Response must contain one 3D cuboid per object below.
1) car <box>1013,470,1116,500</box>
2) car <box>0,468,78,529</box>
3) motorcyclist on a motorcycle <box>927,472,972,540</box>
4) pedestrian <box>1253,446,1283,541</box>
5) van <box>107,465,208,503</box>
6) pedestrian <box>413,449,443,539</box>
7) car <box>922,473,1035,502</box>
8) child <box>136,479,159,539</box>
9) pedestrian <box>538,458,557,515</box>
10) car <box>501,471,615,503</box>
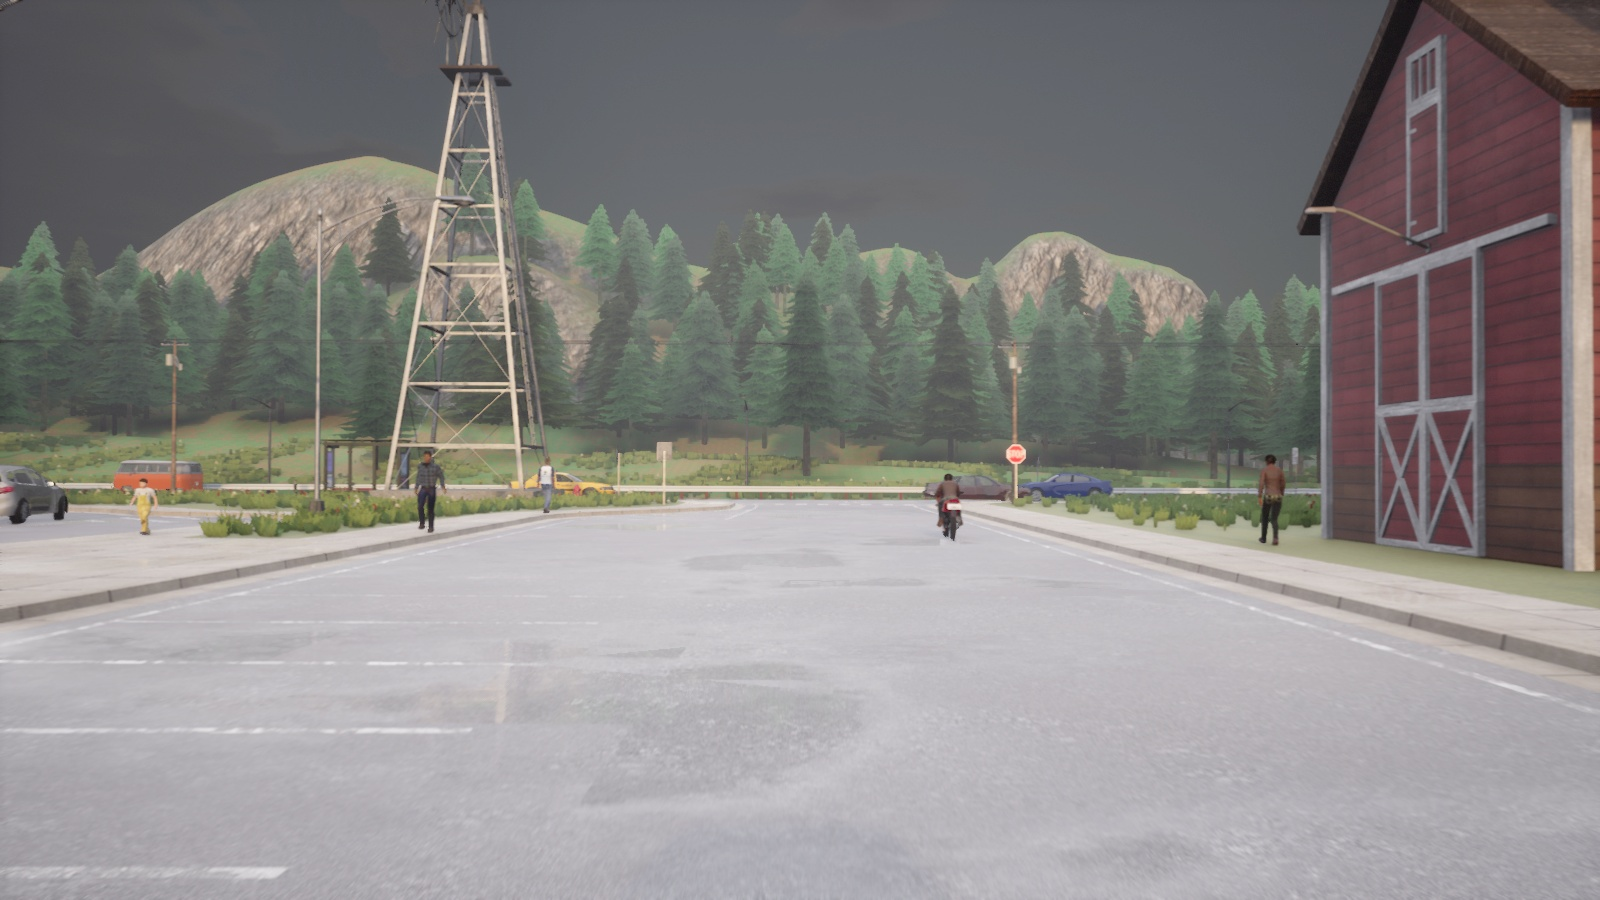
[{"bbox_3d":[13.908,1.844,66.164,5.008,1.535,1.882,0,-1,1],"label":"car"},{"bbox_3d":[-22.973,1.361,36.349,2.242,1.667,4.611,0,-1,-11],"label":"car"},{"bbox_3d":[3.431,1.269,28.999,0.797,1.523,2.044,0,-1,0],"label":"motorcyclist on a motorcycle"},{"bbox_3d":[9.097,0.838,24.438,0.328,1.805,0.869,0,-1,7],"label":"pedestrian"},{"bbox_3d":[-34.192,1.825,66.899,4.442,1.987,1.775,0,-1,1],"label":"van"},{"bbox_3d":[-8.236,0.968,27.809,0.423,1.949,0.788,0,-1,0],"label":"pedestrian"},{"bbox_3d":[8.889,1.877,62.739,5.357,1.411,2.033,0,-1,1],"label":"car"},{"bbox_3d":[-13.825,1.251,26.616,0.270,1.263,0.437,0,-1,-1],"label":"child"},{"bbox_3d":[-8.164,1.183,40.655,0.354,1.836,0.706,0,-1,12],"label":"pedestrian"},{"bbox_3d":[-12.116,1.858,63.060,5.366,1.575,1.801,0,-1,1],"label":"car"}]
